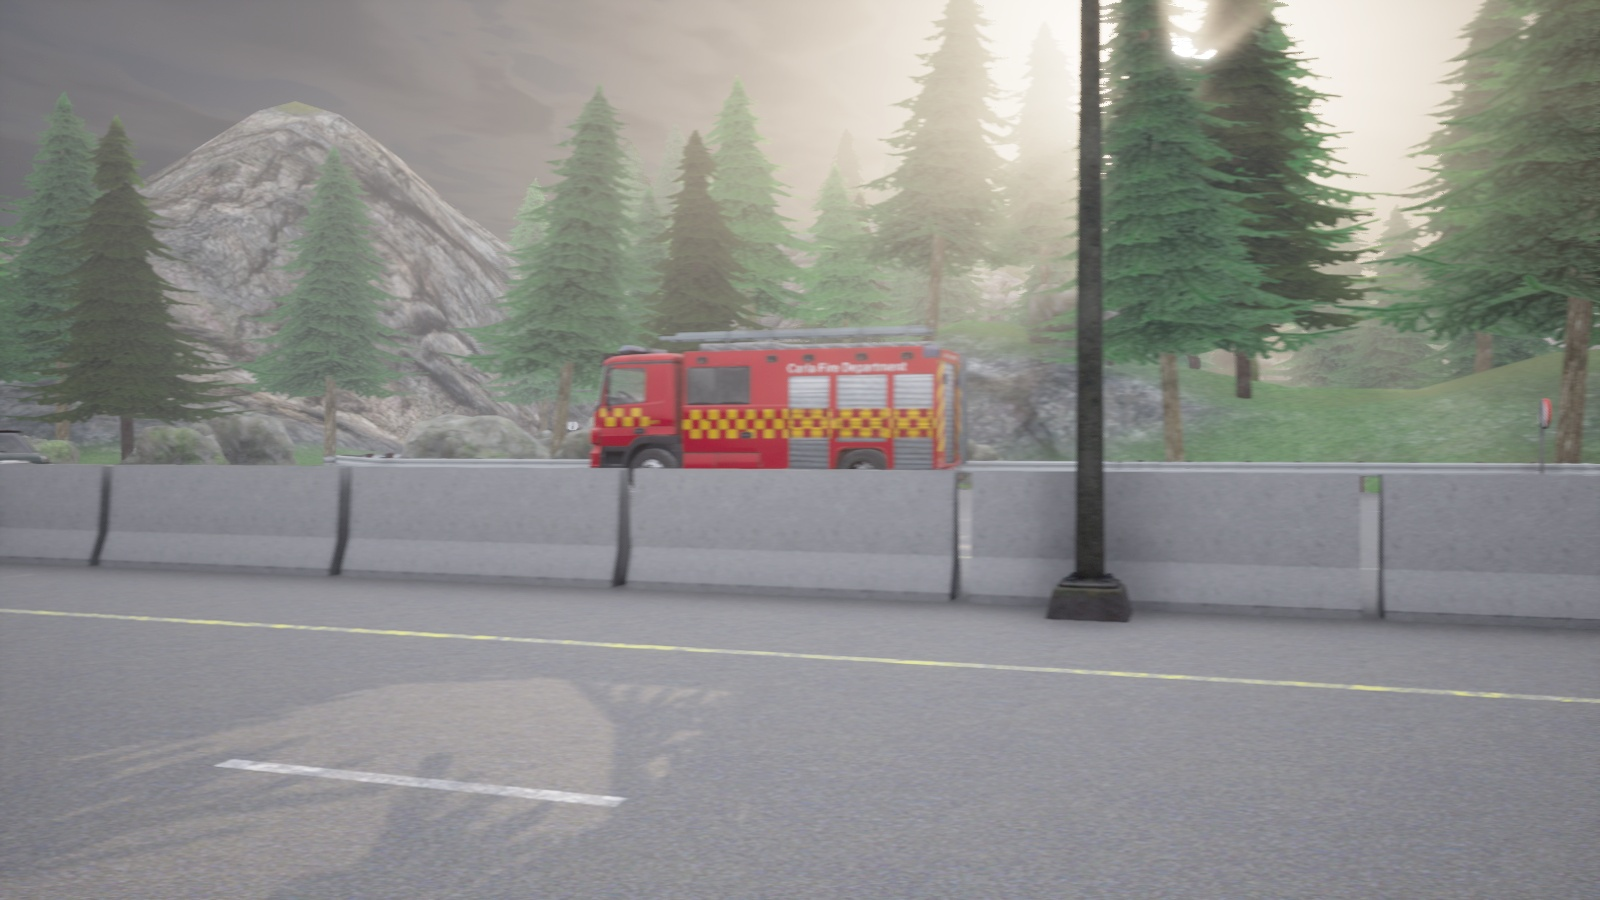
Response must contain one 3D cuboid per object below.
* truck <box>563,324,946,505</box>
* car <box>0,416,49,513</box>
[{"bbox_3d":[-1.066,-0.811,29.381,8.468,3.827,2.891,1,1,19],"label":"truck"},{"bbox_3d":[-16.775,0.246,23.593,4.553,1.767,2.097,1,1,18],"label":"car"}]
